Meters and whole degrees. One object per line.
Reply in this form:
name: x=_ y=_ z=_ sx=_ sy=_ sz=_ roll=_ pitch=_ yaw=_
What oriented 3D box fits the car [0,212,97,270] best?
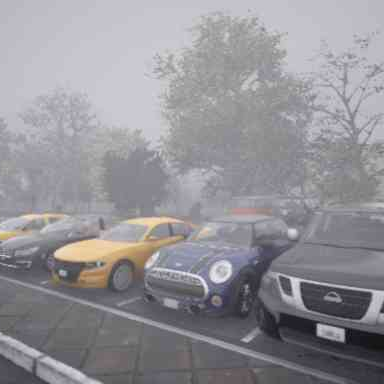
car: x=-3.596 y=1.494 z=10.839 sx=2.231 sy=1.521 sz=4.892 roll=0 pitch=0 yaw=36

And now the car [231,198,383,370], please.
car: x=3.157 y=1.228 z=5.978 sx=2.435 sy=2.045 sz=5.566 roll=0 pitch=0 yaw=36

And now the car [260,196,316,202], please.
car: x=6.452 y=1.227 z=19.764 sx=2.435 sy=2.045 sz=5.566 roll=0 pitch=0 yaw=36

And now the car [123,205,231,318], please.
car: x=0.936 y=1.352 z=7.636 sx=2.185 sy=1.767 sz=4.553 roll=0 pitch=0 yaw=36

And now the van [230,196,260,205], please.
van: x=4.151 y=1.265 z=21.517 sx=1.878 sy=1.987 sz=4.442 roll=0 pitch=0 yaw=36

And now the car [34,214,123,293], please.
car: x=-1.339 y=1.481 z=9.229 sx=2.097 sy=1.535 sz=5.008 roll=0 pitch=0 yaw=36

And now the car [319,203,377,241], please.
car: x=8.583 y=1.473 z=17.982 sx=1.946 sy=1.575 sz=5.366 roll=0 pitch=0 yaw=36
